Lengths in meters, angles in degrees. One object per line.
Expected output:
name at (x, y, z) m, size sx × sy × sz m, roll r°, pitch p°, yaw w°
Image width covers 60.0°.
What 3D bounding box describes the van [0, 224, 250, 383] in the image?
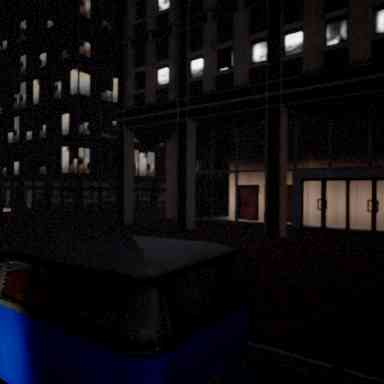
van at (-1.334, 1.344, 3.820) m, size 3.998 × 1.788 × 1.690 m, roll 0°, pitch 1°, yaw 36°
